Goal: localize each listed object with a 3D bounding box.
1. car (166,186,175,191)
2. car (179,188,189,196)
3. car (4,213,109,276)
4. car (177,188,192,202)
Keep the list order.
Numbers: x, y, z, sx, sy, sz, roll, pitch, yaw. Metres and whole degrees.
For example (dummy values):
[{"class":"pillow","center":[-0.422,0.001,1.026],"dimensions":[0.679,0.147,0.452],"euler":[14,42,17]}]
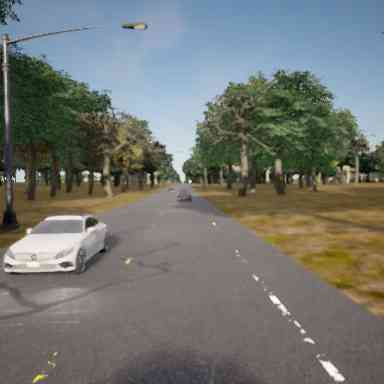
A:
[{"class":"car","center":[-5.823,-0.976,90.535],"dimensions":[1.837,1.490,4.892],"euler":[-1,2,-1]},{"class":"car","center":[-1.578,-0.044,64.465],"dimensions":[1.837,1.490,4.892],"euler":[-1,2,-1]},{"class":"car","center":[-3.818,1.417,10.201],"dimensions":[1.812,1.442,4.674],"euler":[-1,1,-1]},{"class":"car","center":[-1.061,0.517,46.274],"dimensions":[2.128,1.511,4.902],"euler":[-1,2,-1]}]
